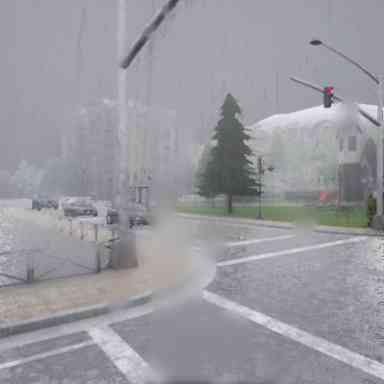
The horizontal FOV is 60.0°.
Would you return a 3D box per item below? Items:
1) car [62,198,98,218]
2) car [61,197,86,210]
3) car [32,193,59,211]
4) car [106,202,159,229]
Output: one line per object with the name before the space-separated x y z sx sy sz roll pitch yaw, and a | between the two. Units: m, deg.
car | -9.830 1.510 29.411 1.994 1.385 4.181 0 0 -36
car | -15.425 1.452 43.127 1.812 1.442 4.674 0 0 -36
car | -17.944 1.172 40.539 2.150 2.045 5.566 0 0 -36
car | -3.933 1.450 21.397 1.837 1.490 4.892 0 0 -36
